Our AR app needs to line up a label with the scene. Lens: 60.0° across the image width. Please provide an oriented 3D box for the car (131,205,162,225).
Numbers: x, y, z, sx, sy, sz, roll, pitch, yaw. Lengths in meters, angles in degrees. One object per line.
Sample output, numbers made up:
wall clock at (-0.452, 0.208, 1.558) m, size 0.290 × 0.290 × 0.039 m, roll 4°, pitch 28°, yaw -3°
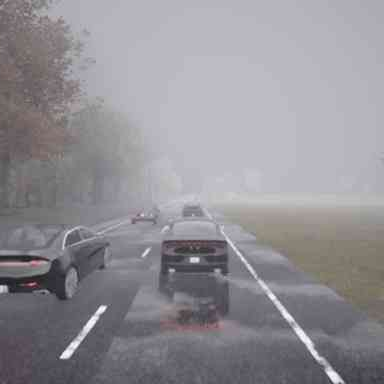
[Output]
car at (-3.416, 1.680, 25.528) m, size 2.033 × 1.411 × 5.357 m, roll 0°, pitch 0°, yaw 0°

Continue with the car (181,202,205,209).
car at (0.093, 1.665, 30.867) m, size 1.837 × 1.490 × 4.892 m, roll 0°, pitch 0°, yaw 0°

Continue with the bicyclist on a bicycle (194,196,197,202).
bicyclist on a bicycle at (0.958, 1.904, 89.347) m, size 0.866 × 1.612 × 1.509 m, roll 0°, pitch 0°, yaw 0°

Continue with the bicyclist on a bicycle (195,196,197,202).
bicyclist on a bicycle at (0.961, 1.787, 80.344) m, size 0.659 × 1.776 × 1.843 m, roll 0°, pitch 0°, yaw 0°

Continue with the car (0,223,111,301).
car at (-3.427, 1.536, 8.388) m, size 2.128 × 1.511 × 4.902 m, roll 0°, pitch 0°, yaw 0°

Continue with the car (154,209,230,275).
car at (0.083, 1.534, 10.731) m, size 1.882 × 1.535 × 5.008 m, roll 0°, pitch 0°, yaw 0°
